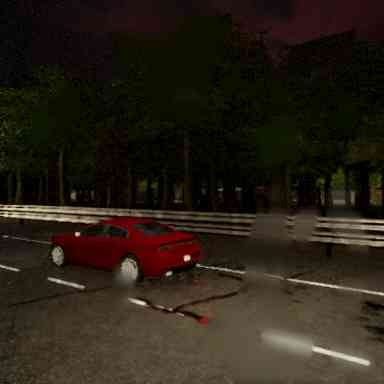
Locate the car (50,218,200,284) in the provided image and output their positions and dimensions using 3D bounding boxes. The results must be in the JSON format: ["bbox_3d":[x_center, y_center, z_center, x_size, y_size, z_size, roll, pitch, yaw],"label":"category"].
[{"bbox_3d":[-2.139,1.507,9.698,5.008,1.535,1.882,-1,0,36],"label":"car"}]
